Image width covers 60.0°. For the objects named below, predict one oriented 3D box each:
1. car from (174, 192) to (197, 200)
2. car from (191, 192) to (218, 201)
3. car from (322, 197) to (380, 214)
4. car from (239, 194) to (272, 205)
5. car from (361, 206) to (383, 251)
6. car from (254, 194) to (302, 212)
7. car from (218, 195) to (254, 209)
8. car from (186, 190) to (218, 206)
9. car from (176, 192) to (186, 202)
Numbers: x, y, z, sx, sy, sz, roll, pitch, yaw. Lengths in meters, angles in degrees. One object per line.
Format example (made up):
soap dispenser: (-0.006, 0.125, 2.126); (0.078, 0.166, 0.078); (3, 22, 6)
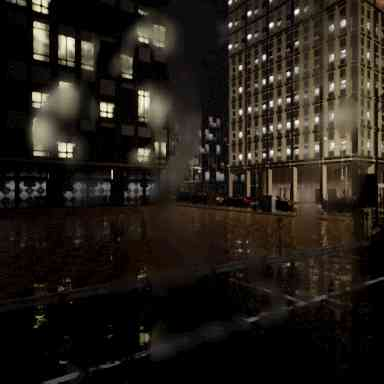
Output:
car: (-1.124, 0.644, 59.115); (1.947, 1.339, 4.313); (1, 0, -36)
car: (2.032, 0.708, 54.724); (1.752, 1.417, 4.829); (1, 0, -36)
car: (13.673, 1.221, 28.650); (2.128, 1.511, 4.902); (0, 1, -37)
car: (8.636, 0.982, 45.527); (1.802, 1.307, 4.206); (1, 0, -36)
car: (8.583, 1.440, 12.702); (4.097, 1.590, 1.967); (0, 0, -36)
car: (8.374, 1.069, 31.533); (1.967, 1.590, 4.097); (1, 0, -36)
car: (5.118, 1.103, 36.061); (1.802, 1.307, 4.206); (1, 0, -36)
car: (1.873, 0.729, 40.587); (2.192, 1.841, 5.009); (1, 0, -36)
car: (-0.238, 0.819, 47.952); (2.033, 1.411, 5.357); (0, 1, -36)
